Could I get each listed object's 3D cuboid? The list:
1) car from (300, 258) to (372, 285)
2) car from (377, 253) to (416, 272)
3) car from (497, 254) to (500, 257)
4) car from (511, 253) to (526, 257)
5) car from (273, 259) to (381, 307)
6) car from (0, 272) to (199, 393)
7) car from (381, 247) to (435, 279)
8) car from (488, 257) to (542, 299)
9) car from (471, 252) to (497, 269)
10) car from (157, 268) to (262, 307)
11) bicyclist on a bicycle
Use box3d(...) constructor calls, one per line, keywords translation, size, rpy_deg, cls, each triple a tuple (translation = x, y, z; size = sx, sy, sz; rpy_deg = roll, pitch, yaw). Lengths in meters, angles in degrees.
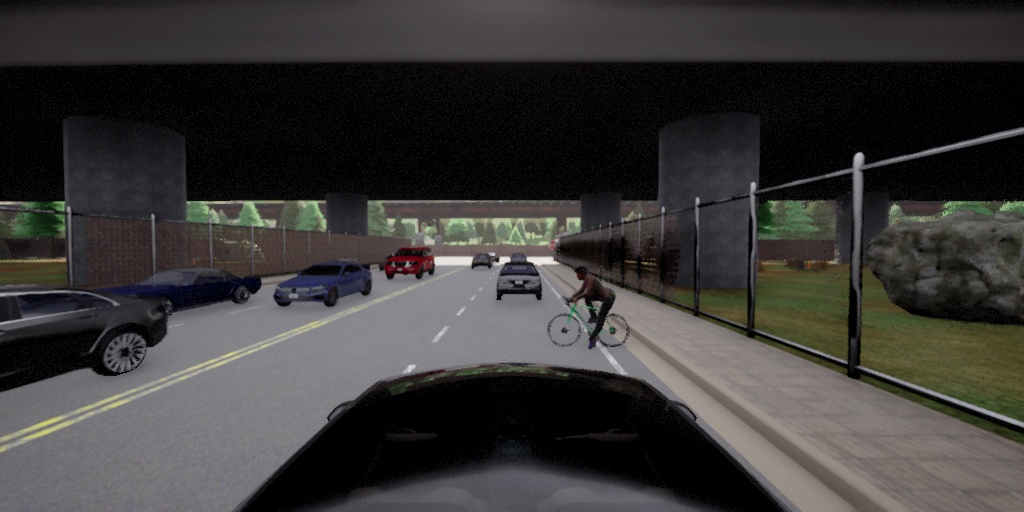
box3d(translation=(-10.285, 0.834, 21.421), size=(1.895, 1.301, 4.718), rpy_deg=(0, 1, 1), cls="car")
box3d(translation=(-10.068, 0.505, 31.552), size=(1.812, 1.442, 4.674), rpy_deg=(0, 1, 2), cls="car")
box3d(translation=(-2.659, 0.165, 47.131), size=(1.994, 1.385, 4.181), rpy_deg=(0, 1, 1), cls="car")
box3d(translation=(0.683, 0.393, 37.662), size=(2.033, 1.411, 5.357), rpy_deg=(0, 1, 1), cls="car")
box3d(translation=(-6.913, 0.959, 13.731), size=(1.812, 1.442, 4.674), rpy_deg=(0, 1, 1), cls="car")
box3d(translation=(-7.082, 1.162, 4.334), size=(2.128, 1.511, 4.902), rpy_deg=(0, 1, 1), cls="car")
box3d(translation=(-6.733, 0.388, 24.332), size=(2.150, 2.045, 5.566), rpy_deg=(0, 1, 0), cls="car")
box3d(translation=(0.303, 0.950, 15.517), size=(2.033, 1.411, 5.357), rpy_deg=(0, 1, 1), cls="car")
box3d(translation=(-2.860, 0.452, 35.066), size=(2.033, 1.411, 5.357), rpy_deg=(0, 1, 1), cls="car")
box3d(translation=(-10.464, 1.087, 11.374), size=(1.895, 1.301, 4.718), rpy_deg=(0, 1, 1), cls="car")
box3d(translation=(1.539, 1.037, 7.188), size=(1.656, 1.620, 0.582), rpy_deg=(0, 1, 1), cls="bicyclist on a bicycle")
